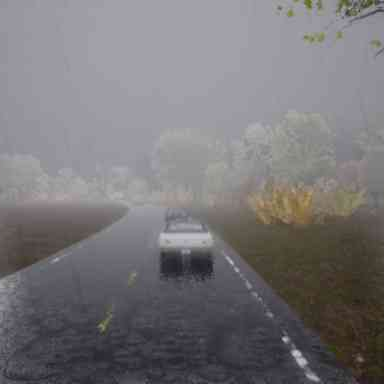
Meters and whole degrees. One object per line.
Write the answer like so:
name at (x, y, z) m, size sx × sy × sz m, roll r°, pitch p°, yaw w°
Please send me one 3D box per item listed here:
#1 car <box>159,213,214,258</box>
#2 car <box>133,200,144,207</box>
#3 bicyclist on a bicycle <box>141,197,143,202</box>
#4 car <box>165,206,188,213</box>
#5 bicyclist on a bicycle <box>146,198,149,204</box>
car at (-0.284, 1.732, 13.366) m, size 1.895 × 1.301 × 4.718 m, roll 0°, pitch -1°, yaw -2°
car at (-10.311, 2.163, 64.072) m, size 1.994 × 1.385 × 4.181 m, roll 0°, pitch 0°, yaw -12°
bicyclist on a bicycle at (-13.704, 2.281, 90.548) m, size 0.582 × 1.620 × 1.656 m, roll 0°, pitch -1°, yaw -18°
car at (-1.380, 1.877, 28.400) m, size 1.895 × 1.301 × 4.718 m, roll 0°, pitch -1°, yaw -5°
bicyclist on a bicycle at (-11.001, 2.195, 81.885) m, size 0.866 × 1.612 × 1.509 m, roll 0°, pitch 0°, yaw -16°
